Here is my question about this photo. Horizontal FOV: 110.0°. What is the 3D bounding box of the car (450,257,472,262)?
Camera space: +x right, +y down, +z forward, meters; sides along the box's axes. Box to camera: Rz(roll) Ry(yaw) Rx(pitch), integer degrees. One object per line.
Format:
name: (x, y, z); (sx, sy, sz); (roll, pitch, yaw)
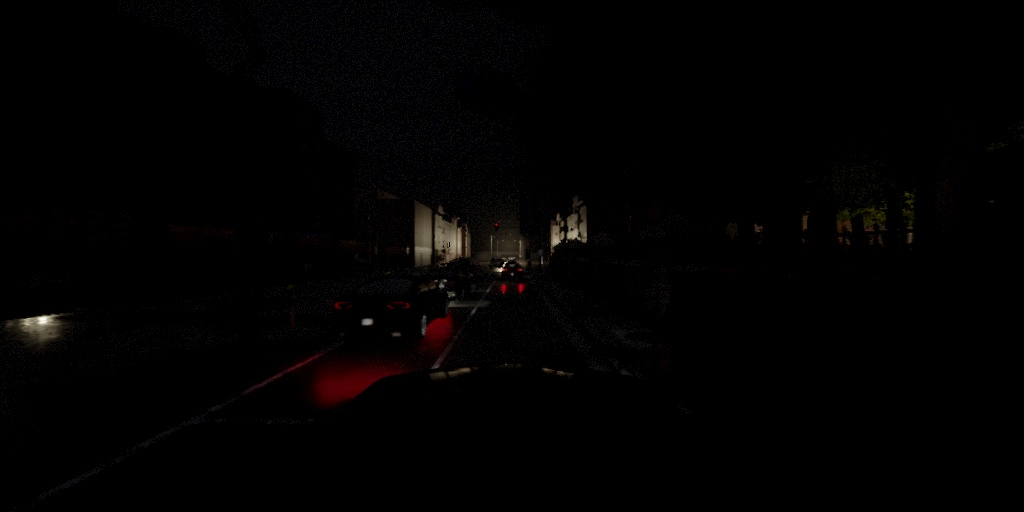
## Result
car: (-6.983, 1.070, 45.115); (4.553, 1.767, 2.097); (0, 0, 8)

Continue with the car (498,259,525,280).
car: (0.056, 1.250, 30.533); (1.812, 1.442, 4.674); (0, 0, 1)

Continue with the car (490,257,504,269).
car: (-2.628, 1.233, 56.713); (1.751, 1.417, 4.829); (0, 0, 0)

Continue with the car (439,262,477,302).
car: (-2.984, 1.241, 17.027); (1.837, 1.490, 4.892); (0, 0, 2)

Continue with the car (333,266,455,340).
car: (-3.013, 1.219, 9.946); (1.882, 1.535, 5.008); (0, 0, 0)
